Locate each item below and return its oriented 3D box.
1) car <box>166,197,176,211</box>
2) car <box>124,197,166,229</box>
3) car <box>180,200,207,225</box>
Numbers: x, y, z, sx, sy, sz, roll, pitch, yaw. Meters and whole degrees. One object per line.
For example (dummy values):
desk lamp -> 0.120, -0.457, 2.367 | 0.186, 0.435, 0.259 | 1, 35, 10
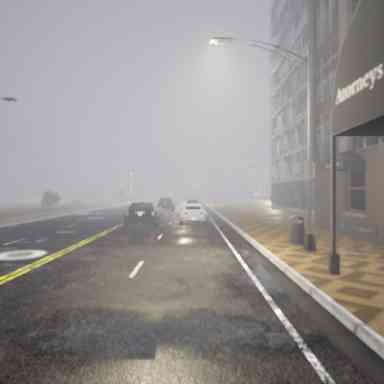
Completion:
car -> -3.151, 1.429, 41.302 | 2.097, 1.767, 4.553 | 0, 0, 0
car -> -3.151, 1.395, 22.320 | 2.097, 1.767, 4.553 | 0, 0, 0
car -> 0.086, 1.572, 24.356 | 1.812, 1.442, 4.674 | 0, 0, 0
